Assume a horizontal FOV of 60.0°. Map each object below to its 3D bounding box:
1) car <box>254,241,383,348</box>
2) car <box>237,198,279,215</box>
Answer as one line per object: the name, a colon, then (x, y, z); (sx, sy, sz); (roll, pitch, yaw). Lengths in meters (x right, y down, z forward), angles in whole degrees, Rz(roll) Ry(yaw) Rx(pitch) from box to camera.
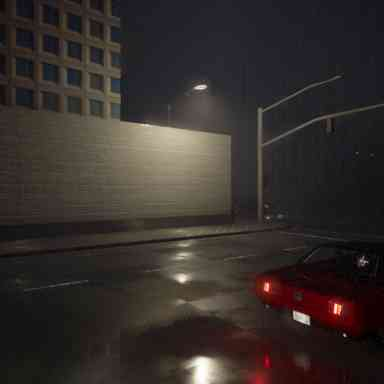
car: (3.467, 1.601, 6.259); (4.718, 1.301, 1.895); (0, 0, -35)
car: (6.863, 1.407, 34.721); (2.097, 1.767, 4.553); (0, 0, -35)
